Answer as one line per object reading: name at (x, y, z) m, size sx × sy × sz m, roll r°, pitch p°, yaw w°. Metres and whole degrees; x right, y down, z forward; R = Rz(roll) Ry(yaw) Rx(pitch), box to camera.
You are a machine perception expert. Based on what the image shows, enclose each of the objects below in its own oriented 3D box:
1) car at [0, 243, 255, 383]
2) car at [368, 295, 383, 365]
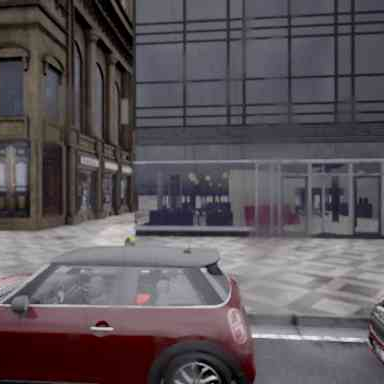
car at (-1.330, 1.442, 4.287) m, size 4.097 × 1.590 × 1.967 m, roll 0°, pitch 0°, yaw 6°
car at (4.280, 1.439, 3.727) m, size 4.097 × 1.590 × 1.967 m, roll 0°, pitch 0°, yaw 6°
